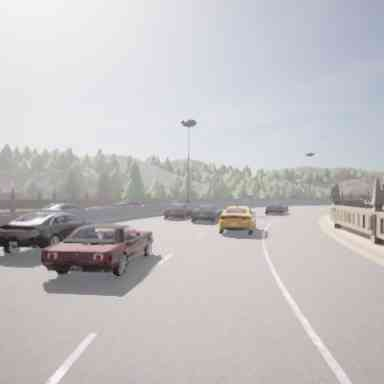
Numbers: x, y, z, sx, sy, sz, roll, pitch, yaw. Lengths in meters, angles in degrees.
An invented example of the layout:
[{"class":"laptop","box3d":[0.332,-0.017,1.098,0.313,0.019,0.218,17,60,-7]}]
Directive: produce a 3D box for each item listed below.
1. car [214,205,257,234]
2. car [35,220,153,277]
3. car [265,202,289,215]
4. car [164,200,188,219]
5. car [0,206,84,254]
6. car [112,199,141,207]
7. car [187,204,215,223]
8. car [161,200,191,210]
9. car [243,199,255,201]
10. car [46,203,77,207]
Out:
[{"class":"car","box3d":[2.872,1.606,20.370,1.882,1.535,5.008,0,0,14]},{"class":"car","box3d":[-2.604,1.647,10.496,1.895,1.301,4.718,0,0,7]},{"class":"car","box3d":[9.903,1.853,38.574,1.994,1.385,4.181,0,-1,27]},{"class":"car","box3d":[-1.026,1.765,31.201,1.994,1.385,4.181,0,-1,20]},{"class":"car","box3d":[-5.649,1.545,13.580,2.128,1.511,4.902,0,0,9]},{"class":"car","box3d":[-9.275,1.817,47.548,1.882,1.535,5.008,0,-1,27]},{"class":"car","box3d":[1.389,1.741,27.546,1.994,1.385,4.181,0,0,19]},{"class":"car","box3d":[-2.425,1.961,52.743,2.033,1.411,5.357,0,-1,32]},{"class":"car","box3d":[10.870,2.115,64.871,2.128,1.511,4.902,-1,-1,42]},{"class":"car","box3d":[-10.329,1.619,25.743,2.128,1.511,4.902,0,-1,16]}]
